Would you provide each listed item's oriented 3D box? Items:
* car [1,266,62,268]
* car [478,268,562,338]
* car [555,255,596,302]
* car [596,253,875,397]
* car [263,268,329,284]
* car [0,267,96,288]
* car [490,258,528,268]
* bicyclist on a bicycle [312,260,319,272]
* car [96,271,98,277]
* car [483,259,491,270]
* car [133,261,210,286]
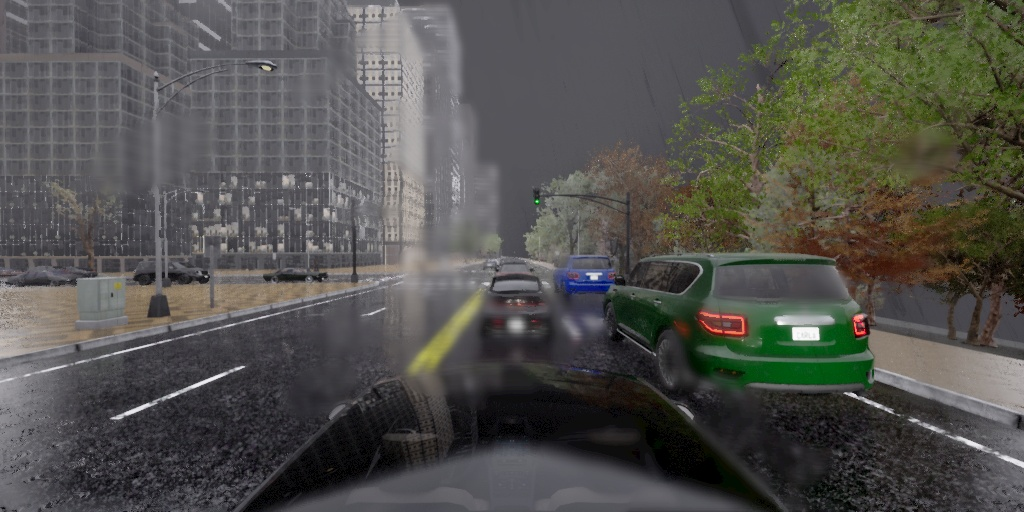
[{"bbox_3d":[-49.379,1.833,37.485,4.553,1.767,2.097,-1,1,1],"label":"car"},{"bbox_3d":[0.115,1.253,10.207,1.837,1.490,4.892,0,0,0],"label":"car"},{"bbox_3d":[3.355,0.969,17.160,2.150,2.045,5.566,0,0,1],"label":"car"},{"bbox_3d":[3.346,0.970,6.725,2.150,2.045,5.566,0,0,1],"label":"car"},{"bbox_3d":[-18.336,1.652,30.608,4.718,1.301,1.895,-1,1,1],"label":"car"},{"bbox_3d":[-39.764,1.934,30.767,5.357,1.411,2.033,-1,1,0],"label":"car"},{"bbox_3d":[0.126,1.097,19.805,2.097,1.767,4.553,0,0,0],"label":"car"},{"bbox_3d":[-24.537,1.325,44.744,0.582,1.620,1.656,-1,1,0],"label":"bicyclist on a bicycle"},{"bbox_3d":[-50.129,1.970,40.727,4.892,1.490,1.837,-1,1,1],"label":"car"},{"bbox_3d":[-3.204,1.230,53.587,2.128,1.511,4.902,0,0,0],"label":"car"},{"bbox_3d":[-28.905,1.435,30.676,5.566,2.045,2.150,0,1,1],"label":"car"}]
